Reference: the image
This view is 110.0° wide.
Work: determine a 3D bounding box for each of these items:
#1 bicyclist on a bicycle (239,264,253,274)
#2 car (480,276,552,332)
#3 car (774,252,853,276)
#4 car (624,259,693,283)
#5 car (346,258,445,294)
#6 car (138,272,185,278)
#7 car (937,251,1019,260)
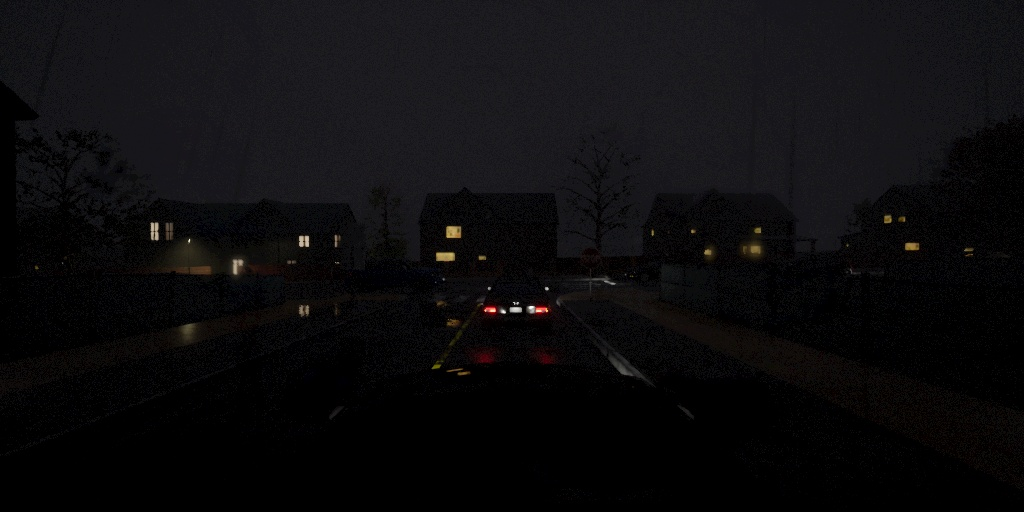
[{"bbox_3d":[-20.072,1.419,27.110,0.582,1.620,1.656,-1,1,0],"label":"bicyclist on a bicycle"},{"bbox_3d":[0.169,1.298,10.842,2.033,1.411,5.357,0,0,2],"label":"car"},{"bbox_3d":[19.919,0.569,24.119,4.553,1.767,2.097,-1,1,0],"label":"car"},{"bbox_3d":[10.065,0.954,24.141,4.892,1.490,1.837,-1,1,0],"label":"car"},{"bbox_3d":[-6.833,1.113,21.230,5.566,2.045,2.150,-2,1,0],"label":"car"},{"bbox_3d":[-20.301,1.687,21.265,5.008,1.535,1.882,-1,1,0],"label":"car"},{"bbox_3d":[30.960,0.450,24.083,4.902,1.511,2.128,-1,1,0],"label":"car"}]
